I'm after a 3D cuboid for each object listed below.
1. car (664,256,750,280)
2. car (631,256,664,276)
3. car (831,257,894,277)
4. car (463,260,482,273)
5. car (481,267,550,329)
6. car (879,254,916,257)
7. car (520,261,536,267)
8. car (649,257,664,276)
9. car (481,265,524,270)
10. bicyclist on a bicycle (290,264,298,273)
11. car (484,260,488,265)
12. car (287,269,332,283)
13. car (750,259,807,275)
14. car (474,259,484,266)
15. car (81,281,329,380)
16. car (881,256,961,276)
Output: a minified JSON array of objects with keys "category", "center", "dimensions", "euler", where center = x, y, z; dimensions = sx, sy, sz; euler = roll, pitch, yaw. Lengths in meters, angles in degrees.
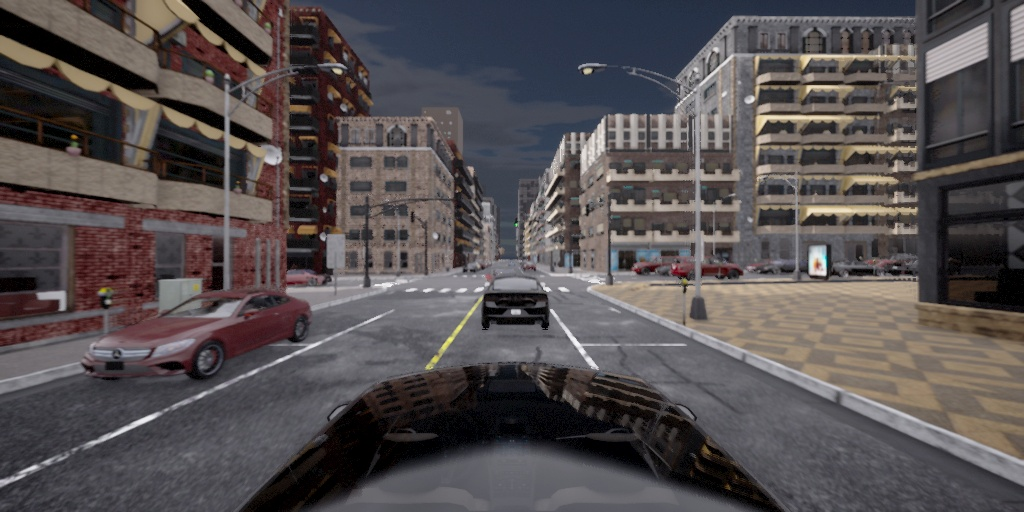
[{"category":"car","center":[14.704,0.928,27.260],"dimensions":[5.009,1.841,2.192],"euler":[0,0,0]},{"category":"car","center":[14.567,0.962,35.639],"dimensions":[5.009,1.841,2.192],"euler":[0,0,0]},{"category":"car","center":[25.797,0.973,27.360],"dimensions":[4.313,1.339,1.948],"euler":[0,0,0]},{"category":"car","center":[-5.701,1.606,49.296],"dimensions":[1.948,1.339,4.313],"euler":[0,0,0]},{"category":"car","center":[0.096,1.285,11.563],"dimensions":[1.882,1.535,5.008],"euler":[0,0,0]},{"category":"car","center":[35.129,0.606,33.229],"dimensions":[4.553,1.767,2.097],"euler":[-1,0,-1]},{"category":"car","center":[2.678,1.517,54.983],"dimensions":[1.967,1.591,4.097],"euler":[0,0,0]},{"category":"car","center":[15.727,1.121,33.065],"dimensions":[4.892,1.490,1.837],"euler":[-1,0,-1]},{"category":"car","center":[-0.661,1.475,23.565],"dimensions":[1.895,1.301,4.718],"euler":[-1,0,-10]},{"category":"bicyclist on a bicycle","center":[-23.175,1.650,38.237],"dimensions":[0.582,1.620,1.656],"euler":[-1,0,-1]},{"category":"car","center":[-5.704,1.428,60.661],"dimensions":[2.192,1.841,5.009],"euler":[0,0,0]},{"category":"car","center":[-17.183,1.771,29.560],"dimensions":[4.181,1.385,1.994],"euler":[-1,0,-1]},{"category":"car","center":[25.471,0.982,33.151],"dimensions":[5.357,1.411,2.033],"euler":[-1,0,0]},{"category":"car","center":[-5.703,1.602,54.809],"dimensions":[1.751,1.417,4.829],"euler":[0,0,0]},{"category":"car","center":[-5.742,1.364,7.274],"dimensions":[1.802,1.307,4.207],"euler":[0,0,0]},{"category":"car","center":[31.345,0.869,27.411],"dimensions":[4.313,1.339,1.948],"euler":[0,0,0]}]
